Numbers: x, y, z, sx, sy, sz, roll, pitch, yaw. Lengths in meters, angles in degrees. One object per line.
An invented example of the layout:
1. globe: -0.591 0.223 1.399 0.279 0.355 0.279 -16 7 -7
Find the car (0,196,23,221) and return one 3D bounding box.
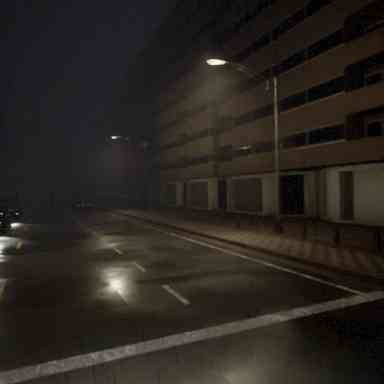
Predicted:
1. car: -16.052 1.379 28.929 2.150 2.045 5.566 -1 0 -24

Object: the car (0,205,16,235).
1. car: -11.646 1.686 19.200 1.994 1.385 4.181 -1 0 -23

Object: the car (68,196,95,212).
1. car: -13.528 1.600 40.686 2.033 1.411 5.357 -1 0 -24

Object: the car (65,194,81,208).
1. car: -17.780 1.309 49.958 2.150 2.045 5.566 -1 0 -24
